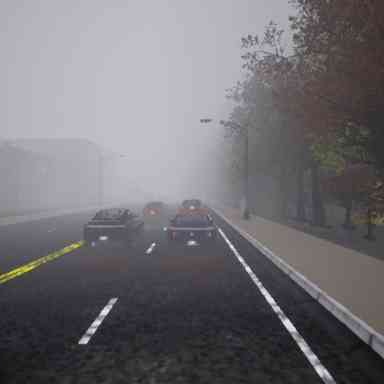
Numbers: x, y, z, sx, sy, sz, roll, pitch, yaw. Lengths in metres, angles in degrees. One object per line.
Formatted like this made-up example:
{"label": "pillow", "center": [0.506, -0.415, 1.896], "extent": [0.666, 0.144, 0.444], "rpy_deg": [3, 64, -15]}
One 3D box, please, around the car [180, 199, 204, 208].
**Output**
{"label": "car", "center": [0.000, 1.358, 29.621], "extent": [2.097, 1.767, 4.553], "rpy_deg": [0, 0, 0]}

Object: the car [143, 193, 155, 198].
{"label": "car", "center": [-9.750, 1.167, 75.897], "extent": [2.150, 2.045, 5.566], "rpy_deg": [0, 0, 0]}

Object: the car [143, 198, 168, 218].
{"label": "car", "center": [-3.250, 1.525, 29.651], "extent": [1.812, 1.442, 4.674], "rpy_deg": [0, 0, 0]}

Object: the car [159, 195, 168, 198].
{"label": "car", "center": [-6.501, 1.467, 75.926], "extent": [2.128, 1.511, 4.902], "rpy_deg": [0, 0, 0]}

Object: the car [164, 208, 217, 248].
{"label": "car", "center": [0.000, 1.611, 14.681], "extent": [1.895, 1.301, 4.718], "rpy_deg": [0, 0, 0]}

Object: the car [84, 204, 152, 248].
{"label": "car", "center": [-3.249, 1.489, 14.651], "extent": [2.128, 1.511, 4.902], "rpy_deg": [0, 0, 0]}
